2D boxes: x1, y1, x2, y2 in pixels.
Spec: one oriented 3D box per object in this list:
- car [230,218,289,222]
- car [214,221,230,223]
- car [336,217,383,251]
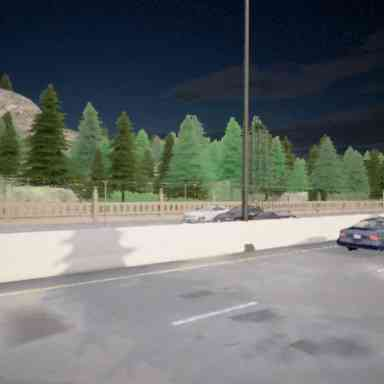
[{"bbox_3d":[4.885,1.839,20.432,4.718,1.301,1.895,1,-1,-36],"label":"car"},{"bbox_3d":[3.788,1.764,23.953,4.892,1.490,1.837,1,-1,-36],"label":"car"},{"bbox_3d":[8.253,1.761,13.985,5.357,1.411,2.033,1,-1,-36],"label":"car"}]
